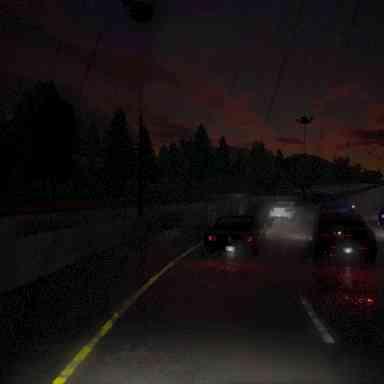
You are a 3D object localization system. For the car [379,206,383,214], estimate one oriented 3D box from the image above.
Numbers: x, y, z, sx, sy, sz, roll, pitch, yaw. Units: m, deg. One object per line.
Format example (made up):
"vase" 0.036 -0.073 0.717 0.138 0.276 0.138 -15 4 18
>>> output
"car" 13.293 1.502 21.694 1.895 1.301 4.718 0 0 32

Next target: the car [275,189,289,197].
"car" 21.588 0.197 77.081 2.097 1.767 4.553 0 2 35

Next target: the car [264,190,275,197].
"car" 18.689 0.348 79.043 1.837 1.490 4.892 0 2 35

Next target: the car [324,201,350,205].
"car" 10.302 1.377 23.513 1.882 1.535 5.008 0 0 32

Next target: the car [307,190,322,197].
"car" 27.342 0.356 73.095 1.812 1.442 4.674 0 2 35

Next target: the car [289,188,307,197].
"car" 24.435 0.063 75.046 2.150 2.045 5.566 0 2 35

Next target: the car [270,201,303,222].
"car" 7.329 1.432 25.359 1.812 1.442 4.674 0 0 32

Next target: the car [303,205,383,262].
"car" 5.233 1.446 12.057 1.837 1.490 4.892 0 0 16

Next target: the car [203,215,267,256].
"car" 1.876 1.559 13.045 1.895 1.301 4.718 0 0 16
